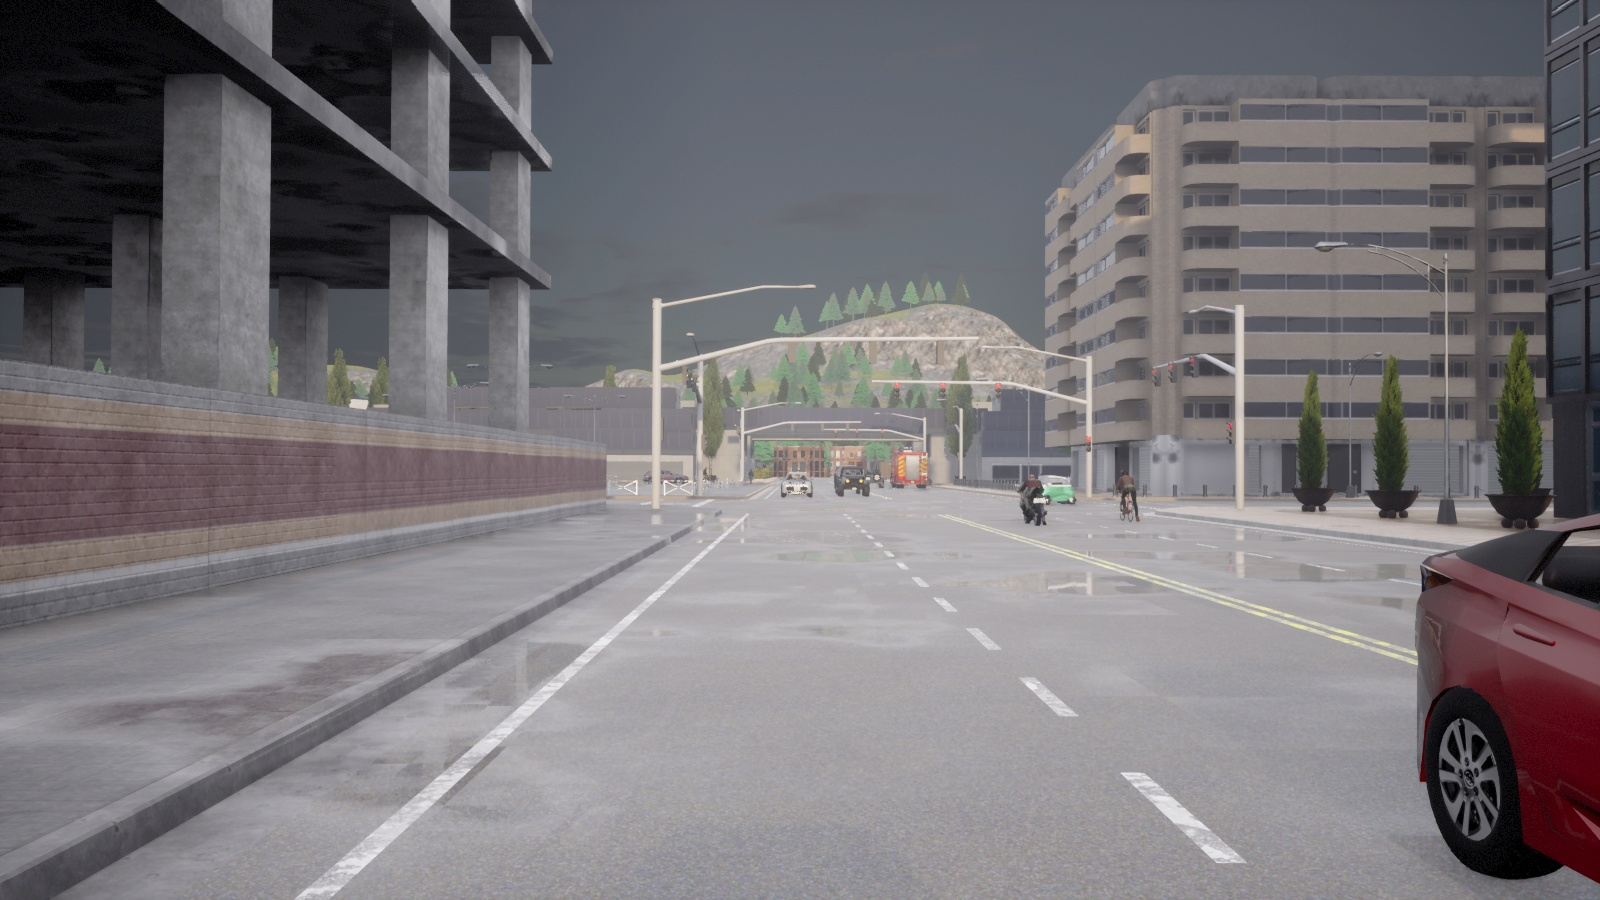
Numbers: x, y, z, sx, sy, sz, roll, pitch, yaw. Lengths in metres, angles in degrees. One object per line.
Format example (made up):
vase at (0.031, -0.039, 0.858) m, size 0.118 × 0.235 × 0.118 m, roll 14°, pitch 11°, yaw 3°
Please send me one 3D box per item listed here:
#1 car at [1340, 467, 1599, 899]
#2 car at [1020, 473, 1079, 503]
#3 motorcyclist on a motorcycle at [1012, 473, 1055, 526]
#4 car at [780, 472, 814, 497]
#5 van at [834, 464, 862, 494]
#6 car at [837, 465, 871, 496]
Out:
car at (3.492, 0.806, 3.505) m, size 2.007 × 1.525 × 4.514 m, roll 0°, pitch -1°, yaw 0°
car at (11.607, 1.772, 58.419) m, size 2.207 × 1.376 × 1.481 m, roll 1°, pitch -2°, yaw -23°
motorcyclist on a motorcycle at (6.914, 1.446, 37.268) m, size 0.866 × 1.530 × 2.191 m, roll 0°, pitch -1°, yaw 0°
car at (-0.174, 2.047, 75.606) m, size 1.970 × 1.475 × 3.806 m, roll 0°, pitch -1°, yaw 0°
van at (3.299, 2.005, 86.597) m, size 1.775 × 1.987 × 4.442 m, roll 0°, pitch -1°, yaw 0°
car at (3.317, 1.907, 78.188) m, size 1.905 × 1.878 × 3.866 m, roll 0°, pitch -1°, yaw 0°
